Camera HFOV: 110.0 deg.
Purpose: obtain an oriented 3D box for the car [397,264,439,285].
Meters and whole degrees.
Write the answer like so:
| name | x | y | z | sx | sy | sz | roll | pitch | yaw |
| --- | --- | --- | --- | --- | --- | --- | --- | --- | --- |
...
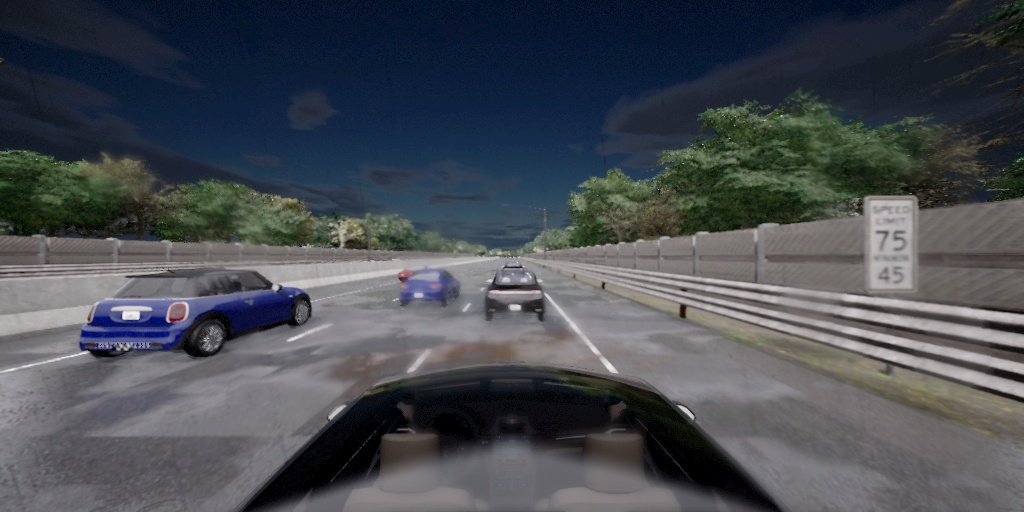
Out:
| name | x | y | z | sx | sy | sz | roll | pitch | yaw |
| --- | --- | --- | --- | --- | --- | --- | --- | --- | --- |
| car | -6.887 | 1.331 | 26.786 | 1.895 | 1.301 | 4.718 | 0 | 0 | 0 |

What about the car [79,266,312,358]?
| name | x | y | z | sx | sy | sz | roll | pitch | yaw |
| --- | --- | --- | --- | --- | --- | --- | --- | --- | --- |
| car | -6.896 | 1.093 | 8.619 | 2.097 | 1.767 | 4.553 | 0 | 0 | 0 |

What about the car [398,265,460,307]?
| name | x | y | z | sx | sy | sz | roll | pitch | yaw |
| --- | --- | --- | --- | --- | --- | --- | --- | --- | --- |
| car | -3.393 | 1.261 | 15.364 | 1.812 | 1.442 | 4.674 | 0 | 0 | 0 |

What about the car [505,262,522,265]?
| name | x | y | z | sx | sy | sz | roll | pitch | yaw |
| --- | --- | --- | --- | --- | --- | --- | --- | --- | --- |
| car | 0.114 | 1.220 | 30.306 | 2.128 | 1.511 | 4.902 | 0 | 0 | 0 |

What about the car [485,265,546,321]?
| name | x | y | z | sx | sy | sz | roll | pitch | yaw |
| --- | --- | --- | --- | --- | --- | --- | --- | --- | --- |
| car | 0.105 | 1.229 | 12.410 | 2.128 | 1.511 | 4.902 | 0 | 0 | 0 |
